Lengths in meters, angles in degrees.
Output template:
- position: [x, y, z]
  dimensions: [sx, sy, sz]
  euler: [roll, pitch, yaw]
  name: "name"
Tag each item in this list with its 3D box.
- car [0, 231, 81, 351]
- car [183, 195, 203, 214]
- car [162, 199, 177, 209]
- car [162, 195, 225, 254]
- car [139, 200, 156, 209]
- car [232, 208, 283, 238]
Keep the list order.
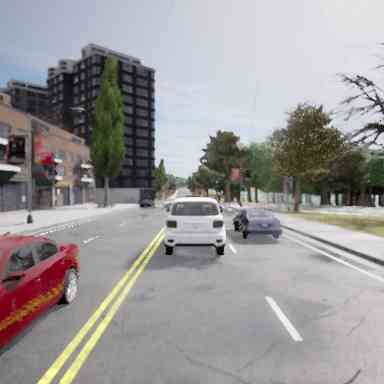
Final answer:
- position: [-3.349, 1.484, 5.243]
  dimensions: [1.882, 1.535, 5.008]
  euler: [0, 0, 0]
  name: "car"
- position: [0.108, 1.336, 37.669]
  dimensions: [2.150, 2.045, 5.566]
  euler: [0, 0, 0]
  name: "car"
- position: [-3.306, 1.726, 49.960]
  dimensions: [1.812, 1.442, 4.674]
  euler: [0, -1, 0]
  name: "car"
- position: [0.102, 1.245, 13.683]
  dimensions: [2.150, 2.045, 5.566]
  euler: [0, 0, 0]
  name: "car"
- position: [-6.562, 1.796, 49.211]
  dimensions: [1.895, 1.301, 4.718]
  euler: [0, 0, 0]
  name: "car"
- position: [3.354, 1.582, 17.806]
  dimensions: [2.033, 1.411, 5.357]
  euler: [0, 0, 0]
  name: "car"
